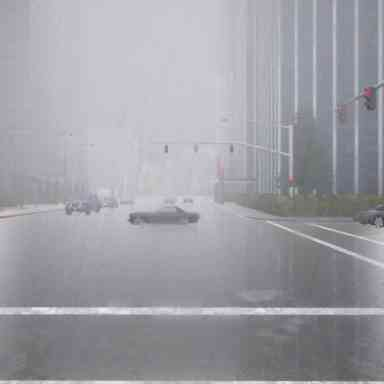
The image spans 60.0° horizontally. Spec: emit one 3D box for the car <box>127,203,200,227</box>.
[{"bbox_3d":[-1.854,1.601,22.091,4.718,1.301,1.895,0,0,0],"label":"car"}]

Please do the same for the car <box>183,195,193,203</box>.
[{"bbox_3d":[-0.766,1.525,65.381,1.812,1.442,4.674,0,0,0],"label":"car"}]

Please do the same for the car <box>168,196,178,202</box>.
[{"bbox_3d":[-4.350,1.539,75.301,2.033,1.411,5.357,0,0,0],"label":"car"}]

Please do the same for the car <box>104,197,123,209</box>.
[{"bbox_3d":[-11.176,1.491,44.677,2.128,1.511,4.902,0,0,0],"label":"car"}]

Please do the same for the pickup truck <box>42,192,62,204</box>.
[{"bbox_3d":[-24.342,1.058,60.073,2.390,2.098,6.274,0,0,30],"label":"pickup truck"}]

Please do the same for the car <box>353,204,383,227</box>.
[{"bbox_3d":[13.357,1.503,22.124,4.892,1.490,1.837,0,0,0],"label":"car"}]

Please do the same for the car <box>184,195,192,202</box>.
[{"bbox_3d":[-0.854,1.385,75.632,1.882,1.535,5.008,0,0,0],"label":"car"}]

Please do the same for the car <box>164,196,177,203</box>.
[{"bbox_3d":[-4.133,1.600,61.599,1.895,1.301,4.718,0,0,0],"label":"car"}]

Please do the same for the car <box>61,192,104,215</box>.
[{"bbox_3d":[-11.101,1.221,34.272,2.150,2.045,5.566,0,0,0],"label":"car"}]

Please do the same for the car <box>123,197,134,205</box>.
[{"bbox_3d":[-11.265,1.525,57.806,1.812,1.442,4.674,0,0,-1],"label":"car"}]
